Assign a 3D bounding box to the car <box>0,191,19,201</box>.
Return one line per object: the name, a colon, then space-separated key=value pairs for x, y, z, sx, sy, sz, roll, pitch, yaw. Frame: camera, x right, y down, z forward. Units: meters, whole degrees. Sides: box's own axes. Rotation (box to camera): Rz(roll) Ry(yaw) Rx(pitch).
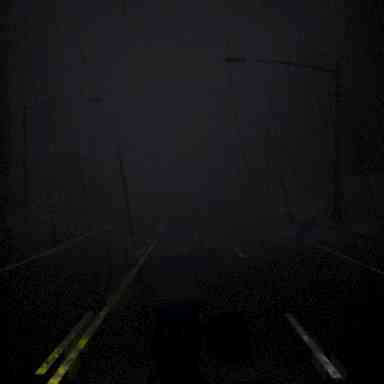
car: x=-25.978 y=0.529 z=46.661 sx=1.970 sy=1.475 sz=3.806 roll=0 pitch=2 yaw=0
